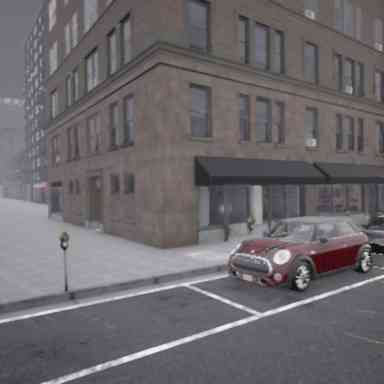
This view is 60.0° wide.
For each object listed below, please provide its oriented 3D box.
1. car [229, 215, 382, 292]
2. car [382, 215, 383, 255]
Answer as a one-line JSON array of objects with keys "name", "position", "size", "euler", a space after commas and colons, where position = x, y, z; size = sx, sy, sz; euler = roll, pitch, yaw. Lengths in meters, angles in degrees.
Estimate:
[{"name": "car", "position": [2.883, 1.406, 8.729], "size": [4.097, 1.590, 1.967], "euler": [0, -1, -36]}, {"name": "car", "position": [7.363, 1.495, 11.930], "size": [4.313, 1.339, 1.947], "euler": [0, -1, -36]}]
